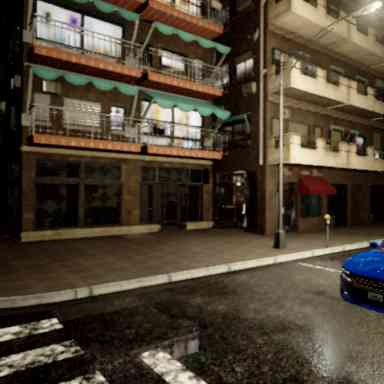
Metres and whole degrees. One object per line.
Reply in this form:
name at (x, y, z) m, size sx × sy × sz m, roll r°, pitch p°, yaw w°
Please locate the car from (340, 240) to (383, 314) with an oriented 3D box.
car at (5.129, 1.500, 7.037) m, size 5.008 × 1.535 × 1.882 m, roll 0°, pitch 0°, yaw -35°
